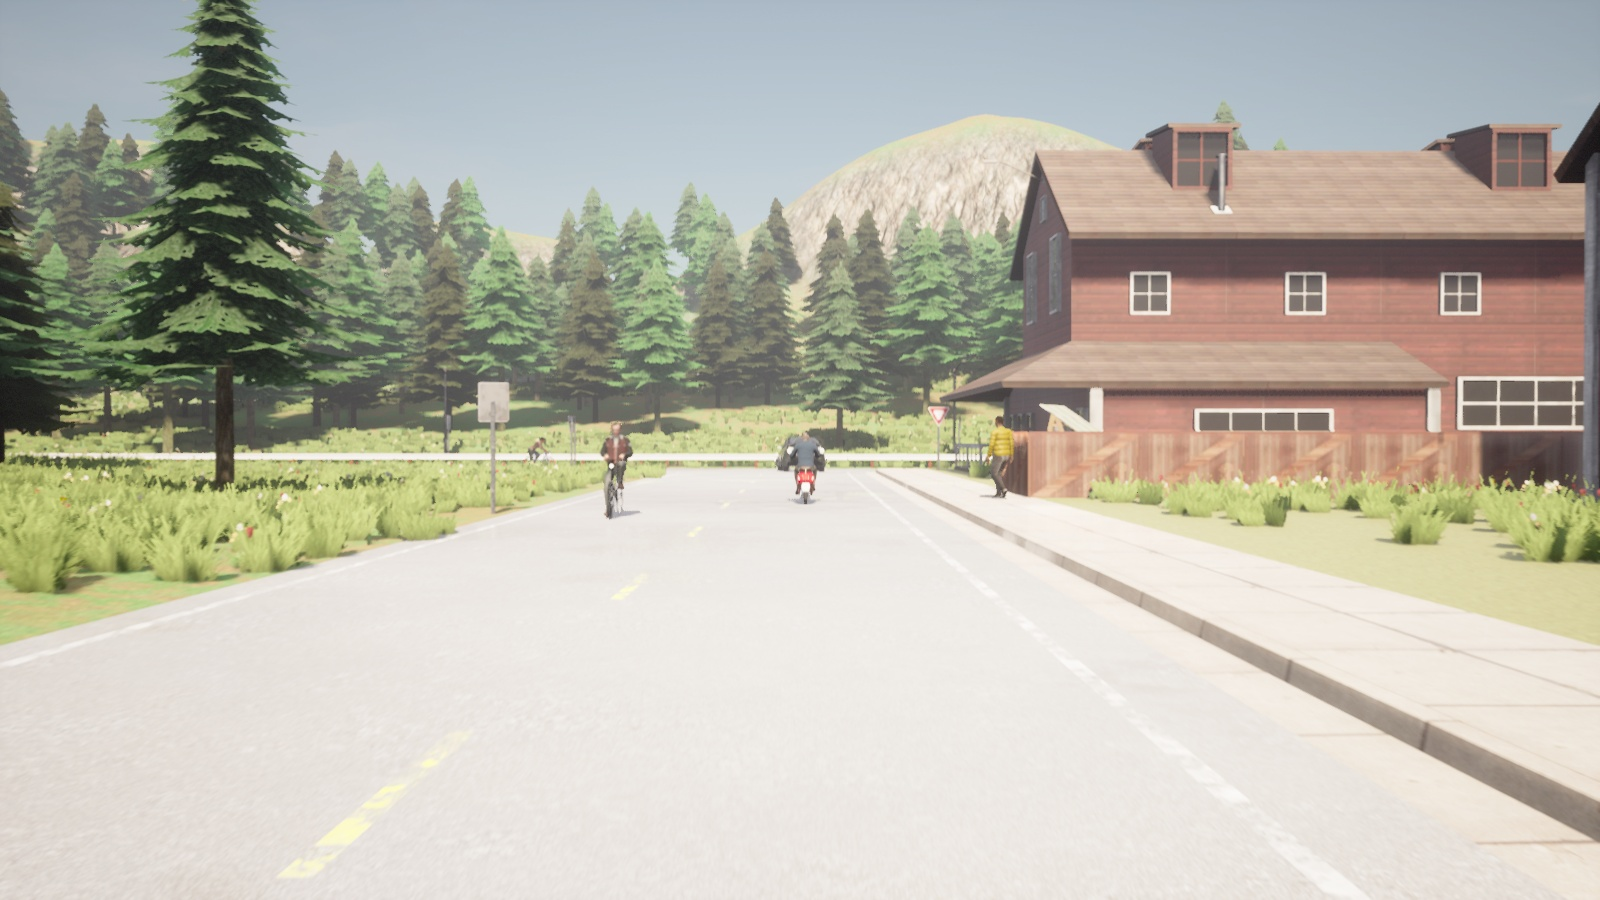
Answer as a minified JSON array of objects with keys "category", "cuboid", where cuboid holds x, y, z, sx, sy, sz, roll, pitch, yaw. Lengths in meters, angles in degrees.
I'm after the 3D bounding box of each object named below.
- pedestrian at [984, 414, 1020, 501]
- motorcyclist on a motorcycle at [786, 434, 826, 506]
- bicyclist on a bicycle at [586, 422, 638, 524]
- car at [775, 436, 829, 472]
[{"category":"pedestrian","cuboid":[4.353,0.155,27.071,0.431,1.840,0.709,0,1,-25]},{"category":"motorcyclist on a motorcycle","cuboid":[0.130,0.429,28.537,0.866,1.590,1.817,0,1,0]},{"category":"bicyclist on a bicycle","cuboid":[-3.392,0.392,22.837,0.659,1.776,1.843,0,0,0]},{"category":"car","cuboid":[0.030,0.186,55.459,2.007,1.525,4.514,0,0,-5]}]
